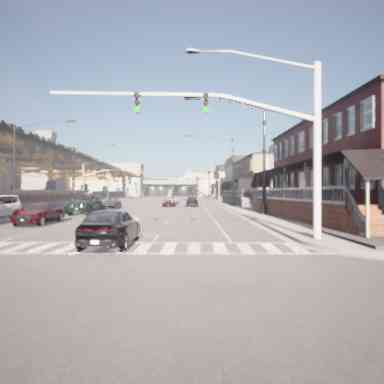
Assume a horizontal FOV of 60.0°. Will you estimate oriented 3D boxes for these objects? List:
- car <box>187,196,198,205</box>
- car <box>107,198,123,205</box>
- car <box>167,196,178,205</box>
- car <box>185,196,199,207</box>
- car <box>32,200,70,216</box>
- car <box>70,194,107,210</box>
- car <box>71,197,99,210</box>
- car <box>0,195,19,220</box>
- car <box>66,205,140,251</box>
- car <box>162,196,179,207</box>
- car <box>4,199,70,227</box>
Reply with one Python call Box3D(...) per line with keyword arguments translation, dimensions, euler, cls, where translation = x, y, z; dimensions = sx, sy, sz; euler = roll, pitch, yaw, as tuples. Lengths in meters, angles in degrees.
Box3D(translation=(0.027, 1.462, 60.905), dimensions=(1.882, 1.535, 5.008), euler=(0, 0, 0), cls="car")
Box3D(translation=(-10.480, 1.536, 43.785), dimensions=(2.033, 1.411, 5.357), euler=(0, 0, 0), cls="car")
Box3D(translation=(-3.473, 1.510, 60.847), dimensions=(1.812, 1.442, 4.674), euler=(0, 0, 0), cls="car")
Box3D(translation=(0.025, 1.489, 50.607), dimensions=(1.837, 1.490, 4.892), euler=(0, 0, 0), cls="car")
Box3D(translation=(-14.010, 1.555, 33.347), dimensions=(1.994, 1.385, 4.181), euler=(0, 0, 0), cls="car")
Box3D(translation=(-10.516, 1.213, 33.093), dimensions=(2.150, 2.045, 5.566), euler=(0, 0, 1), cls="car")
Box3D(translation=(-13.980, 1.480, 43.659), dimensions=(2.128, 1.511, 4.902), euler=(0, 0, 0), cls="car")
Box3D(translation=(-14.077, 1.215, 23.333), dimensions=(2.150, 2.045, 5.566), euler=(0, 0, 0), cls="car")
Box3D(translation=(-3.392, 1.501, 14.013), dimensions=(1.837, 1.490, 4.892), euler=(0, 0, 0), cls="car")
Box3D(translation=(-3.477, 1.588, 50.751), dimensions=(1.895, 1.301, 4.718), euler=(0, 0, 0), cls="car")
Box3D(translation=(-10.576, 1.472, 23.209), dimensions=(1.882, 1.535, 5.008), euler=(0, 0, 0), cls="car")
